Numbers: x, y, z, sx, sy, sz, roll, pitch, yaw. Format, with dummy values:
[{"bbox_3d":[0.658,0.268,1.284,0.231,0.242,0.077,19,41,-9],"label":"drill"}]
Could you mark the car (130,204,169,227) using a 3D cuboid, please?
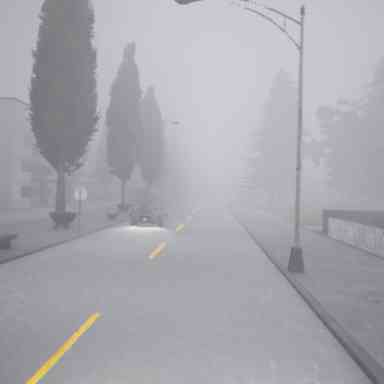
[{"bbox_3d":[-2.739,1.482,22.217,1.994,1.385,4.181,2,0,4],"label":"car"}]
